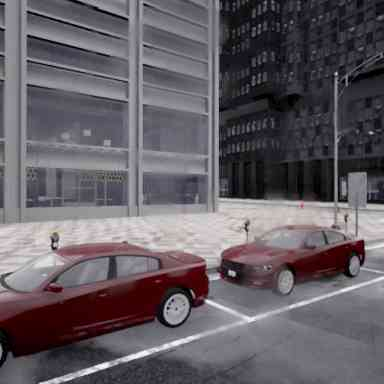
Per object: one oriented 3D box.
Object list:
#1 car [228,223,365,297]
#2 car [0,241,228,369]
[{"bbox_3d":[2.704,1.543,8.611,4.507,1.381,1.887,0,0,-36],"label":"car"},{"bbox_3d":[-1.788,1.544,5.392,4.507,1.381,1.887,0,0,-36],"label":"car"}]
